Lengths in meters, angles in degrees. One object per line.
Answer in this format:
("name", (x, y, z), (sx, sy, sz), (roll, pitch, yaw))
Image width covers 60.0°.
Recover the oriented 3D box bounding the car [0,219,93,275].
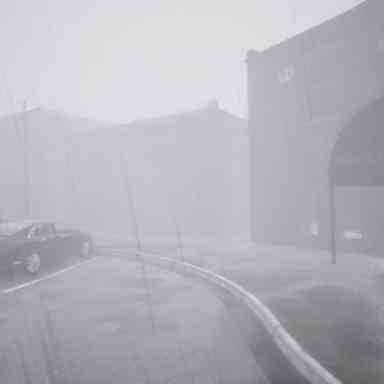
("car", (-5.149, 1.674, 11.162), (2.231, 1.521, 4.892), (0, -1, 12))
